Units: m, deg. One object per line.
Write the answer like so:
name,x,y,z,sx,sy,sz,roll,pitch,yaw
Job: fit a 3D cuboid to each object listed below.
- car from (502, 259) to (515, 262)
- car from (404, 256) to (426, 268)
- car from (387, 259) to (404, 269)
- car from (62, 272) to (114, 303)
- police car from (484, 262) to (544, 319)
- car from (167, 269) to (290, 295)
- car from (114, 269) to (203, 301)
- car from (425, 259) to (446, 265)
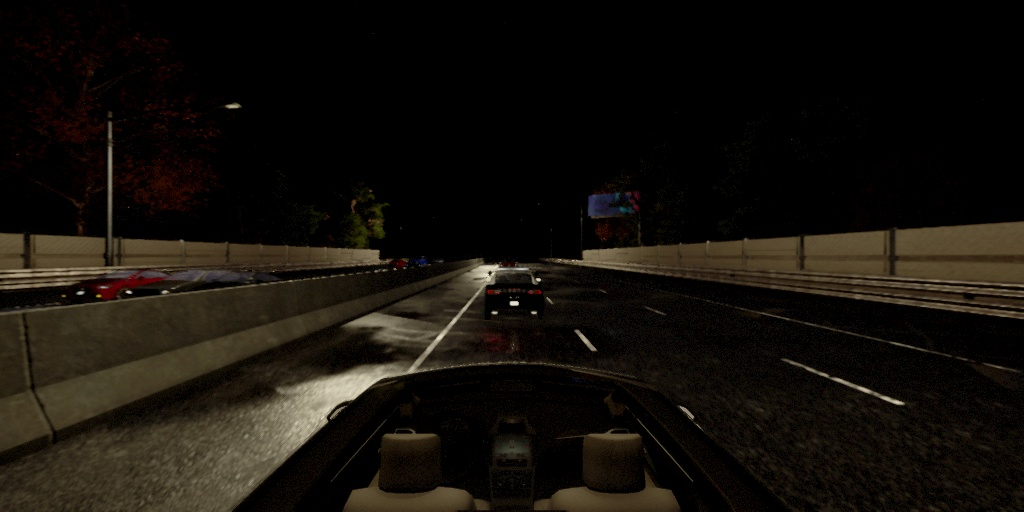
car,-0.400,1.104,42.858,2.097,1.767,4.553,0,0,-1
car,-14.935,0.973,56.893,2.150,2.045,5.566,0,0,-1
car,-18.460,1.229,57.627,1.882,1.535,5.008,0,0,-1
car,-17.676,1.320,16.675,1.994,1.385,4.181,0,0,0
police car,0.052,1.176,13.033,1.930,1.638,5.238,0,0,0
car,-10.656,1.318,14.296,1.994,1.385,4.181,0,0,0
car,-14.171,1.302,16.421,2.033,1.411,5.357,0,0,0
car,-11.399,1.243,55.320,2.128,1.511,4.902,0,0,-1
